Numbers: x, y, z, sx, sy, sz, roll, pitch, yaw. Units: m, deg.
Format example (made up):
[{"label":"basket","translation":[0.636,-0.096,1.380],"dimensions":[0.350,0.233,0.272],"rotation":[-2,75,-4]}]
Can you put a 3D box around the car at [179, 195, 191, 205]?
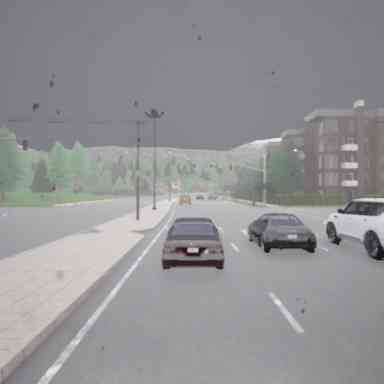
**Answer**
[{"label":"car","translation":[-1.201,1.362,59.790],"dimensions":[2.097,1.767,4.553],"rotation":[0,0,-1]}]

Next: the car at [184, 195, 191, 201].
[{"label":"car","translation":[-1.276,1.539,90.615],"dimensions":[1.812,1.442,4.674],"rotation":[0,0,0]}]

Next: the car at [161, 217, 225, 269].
[{"label":"car","translation":[0.044,1.549,11.096],"dimensions":[2.033,1.411,5.357],"rotation":[0,0,0]}]

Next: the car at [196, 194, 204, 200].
[{"label":"car","translation":[2.224,1.493,90.644],"dimensions":[1.882,1.535,5.008],"rotation":[0,0,0]}]

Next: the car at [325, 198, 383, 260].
[{"label":"car","translation":[7.057,1.223,12.600],"dimensions":[2.150,2.045,5.566],"rotation":[0,0,0]}]

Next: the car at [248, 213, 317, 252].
[{"label":"car","translation":[3.570,1.565,13.831],"dimensions":[1.994,1.385,4.181],"rotation":[0,0,0]}]

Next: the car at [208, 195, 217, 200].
[{"label":"car","translation":[5.724,1.555,90.641],"dimensions":[2.033,1.411,5.357],"rotation":[0,0,0]}]
